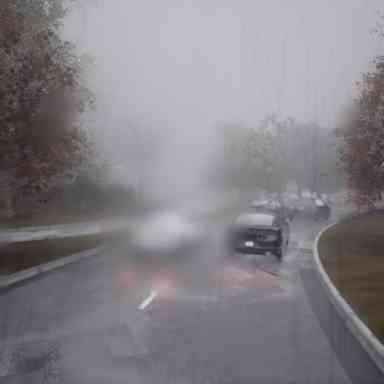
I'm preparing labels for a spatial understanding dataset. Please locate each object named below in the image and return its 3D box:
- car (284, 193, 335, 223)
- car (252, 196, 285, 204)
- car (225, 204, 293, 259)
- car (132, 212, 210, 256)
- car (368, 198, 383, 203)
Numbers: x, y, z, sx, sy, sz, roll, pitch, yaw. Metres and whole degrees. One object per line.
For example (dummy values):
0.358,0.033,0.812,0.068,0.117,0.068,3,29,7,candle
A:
8.735,1.214,24.490,2.097,1.767,4.553,0,1,34,car
6.002,1.366,26.255,1.837,1.490,4.892,0,1,34,car
2.663,1.465,12.844,1.882,1.535,5.008,0,1,20,car
-0.681,1.509,13.129,1.812,1.442,4.674,0,1,20,car
37.402,1.563,69.571,1.994,1.385,4.181,0,0,-26,car
